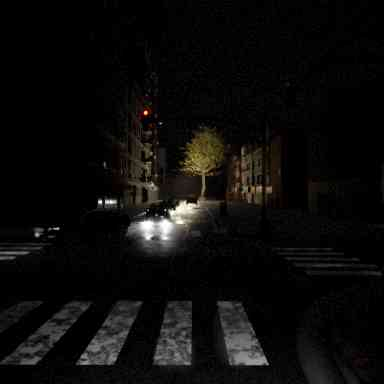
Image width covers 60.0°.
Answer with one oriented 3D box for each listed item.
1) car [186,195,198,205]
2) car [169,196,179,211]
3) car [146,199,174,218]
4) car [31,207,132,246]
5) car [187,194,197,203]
[{"bbox_3d":[-0.046,1.454,58.643,1.882,1.535,5.008,0,0,0],"label":"car"},{"bbox_3d":[-2.928,1.543,40.147,1.994,1.385,4.181,0,0,0],"label":"car"},{"bbox_3d":[-2.923,1.585,29.605,1.895,1.301,4.718,0,0,0],"label":"car"},{"bbox_3d":[-4.971,1.481,15.593,2.128,1.511,4.902,1,0,33],"label":"car"},{"bbox_3d":[-0.070,1.330,69.350,2.097,1.767,4.553,0,0,0],"label":"car"}]
